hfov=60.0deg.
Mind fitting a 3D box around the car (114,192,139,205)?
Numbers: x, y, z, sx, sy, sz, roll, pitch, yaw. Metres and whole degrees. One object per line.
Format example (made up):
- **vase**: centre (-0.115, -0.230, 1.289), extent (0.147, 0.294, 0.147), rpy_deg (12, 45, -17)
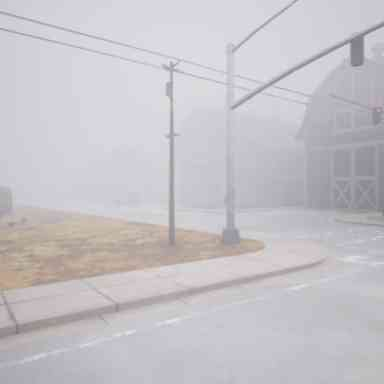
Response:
- **car**: centre (-10.402, 1.065, 53.057), extent (3.866, 1.878, 1.905), rpy_deg (-2, 5, 11)
